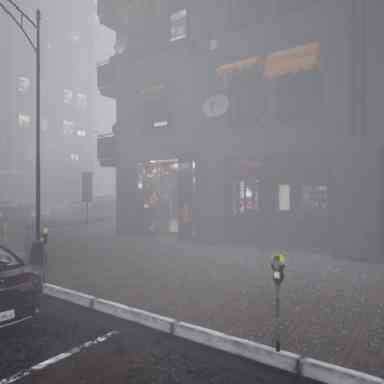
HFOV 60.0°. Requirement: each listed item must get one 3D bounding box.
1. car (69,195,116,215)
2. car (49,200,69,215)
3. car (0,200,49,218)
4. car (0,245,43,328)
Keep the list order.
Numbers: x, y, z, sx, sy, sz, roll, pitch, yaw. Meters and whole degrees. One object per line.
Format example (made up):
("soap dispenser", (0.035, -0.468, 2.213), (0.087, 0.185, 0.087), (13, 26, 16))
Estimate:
("car", (-8.204, 1.062, 29.909), (2.097, 1.767, 4.553), (0, 1, 35))
("car", (-10.944, 1.250, 30.490), (1.752, 1.417, 4.829), (1, 1, 35))
("car", (-14.033, 1.350, 26.064), (2.008, 1.369, 4.403), (1, 1, 35))
("car", (-4.465, 1.551, 6.056), (4.403, 1.369, 2.008), (0, 0, 35))
